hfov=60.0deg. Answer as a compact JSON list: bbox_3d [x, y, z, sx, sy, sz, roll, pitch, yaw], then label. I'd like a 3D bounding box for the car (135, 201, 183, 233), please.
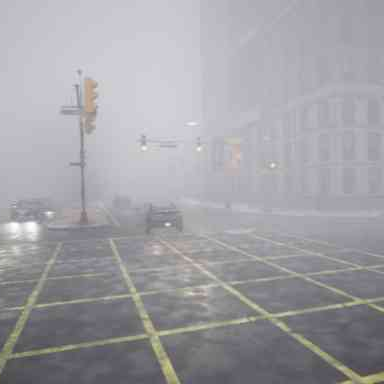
[{"bbox_3d":[-1.863,1.233,17.848,1.837,1.490,4.892,-2,1,-17],"label":"car"}]

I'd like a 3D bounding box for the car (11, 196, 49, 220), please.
[{"bbox_3d":[-13.175,1.307,26.806,2.128,1.511,4.902,-1,1,-17],"label":"car"}]

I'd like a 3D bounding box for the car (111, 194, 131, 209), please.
[{"bbox_3d":[-8.049,1.017,37.652,2.128,1.511,4.902,-2,1,-17],"label":"car"}]

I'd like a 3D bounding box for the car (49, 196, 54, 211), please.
[{"bbox_3d":[-15.990,1.228,35.845,1.837,1.490,4.892,-1,1,-17],"label":"car"}]
